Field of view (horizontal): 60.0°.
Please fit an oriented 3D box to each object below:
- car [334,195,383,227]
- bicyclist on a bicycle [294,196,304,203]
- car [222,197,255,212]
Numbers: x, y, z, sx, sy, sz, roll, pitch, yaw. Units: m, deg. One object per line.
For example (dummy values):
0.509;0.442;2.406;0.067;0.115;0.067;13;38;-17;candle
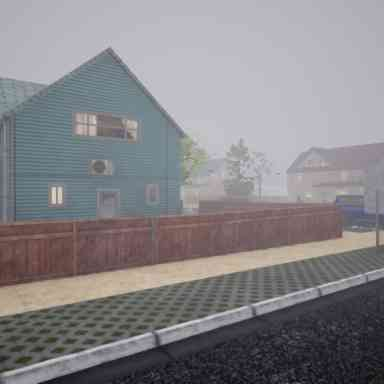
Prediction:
11.031;1.194;19.820;2.150;2.045;5.566;0;1;-31;car
10.151;1.205;31.489;1.656;1.620;0.582;-1;1;-36;bicyclist on a bicycle
4.342;1.268;29.543;2.097;1.767;4.553;0;0;-35;car
